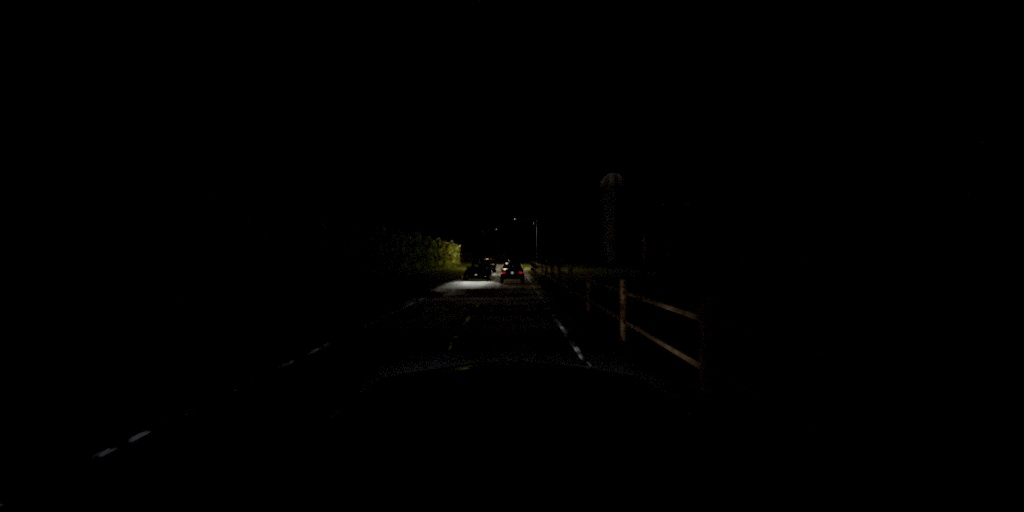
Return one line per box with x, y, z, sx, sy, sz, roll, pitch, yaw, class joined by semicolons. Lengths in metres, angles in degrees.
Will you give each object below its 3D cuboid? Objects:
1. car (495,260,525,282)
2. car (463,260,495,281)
0.021;1.235;27.902;2.033;1.411;5.357;0;0;0;car
-2.759;1.248;29.543;1.994;1.385;4.181;0;0;0;car
